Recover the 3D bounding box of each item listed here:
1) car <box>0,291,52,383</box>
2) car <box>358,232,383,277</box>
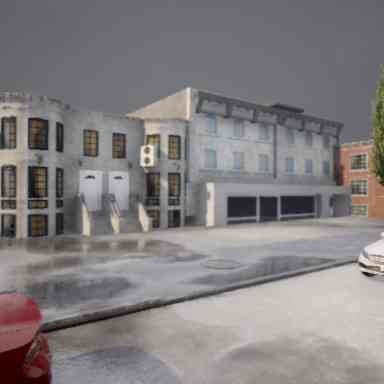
[{"bbox_3d":[-3.579,1.473,2.047,5.008,1.535,1.882,1,0,-36],"label":"car"},{"bbox_3d":[6.545,1.574,9.271,4.674,1.442,1.812,0,0,-35],"label":"car"}]
